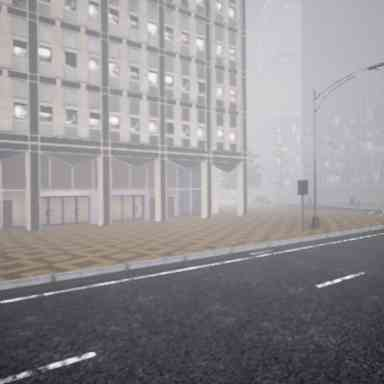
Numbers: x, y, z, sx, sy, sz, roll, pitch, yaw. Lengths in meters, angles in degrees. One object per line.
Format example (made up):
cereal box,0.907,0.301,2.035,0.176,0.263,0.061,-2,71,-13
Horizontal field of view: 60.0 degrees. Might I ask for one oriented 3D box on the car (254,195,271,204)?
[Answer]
car,12.940,1.394,61.167,1.837,1.490,4.892,-1,0,-8
